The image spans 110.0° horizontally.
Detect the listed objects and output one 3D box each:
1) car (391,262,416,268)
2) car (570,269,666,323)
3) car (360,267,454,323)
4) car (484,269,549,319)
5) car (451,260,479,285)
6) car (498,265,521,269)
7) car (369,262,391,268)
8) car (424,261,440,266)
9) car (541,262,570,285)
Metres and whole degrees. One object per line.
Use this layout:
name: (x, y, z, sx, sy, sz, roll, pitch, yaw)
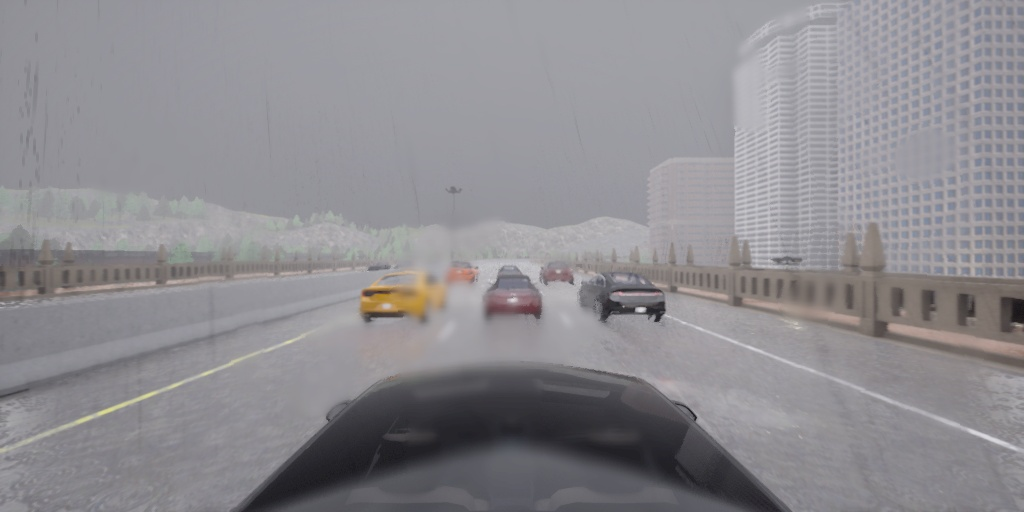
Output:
car: (-14.971, 1.504, 50.934, 2.033, 1.411, 5.357, 0, 0, -1)
car: (3.553, 1.286, 12.311, 2.128, 1.511, 4.902, 0, 0, 0)
car: (-3.443, 1.273, 12.326, 1.882, 1.535, 5.008, 0, -1, 0)
car: (0.054, 1.362, 13.094, 1.994, 1.385, 4.181, 0, 0, 0)
car: (-3.680, 1.208, 27.312, 2.097, 1.767, 4.553, 0, 0, -1)
car: (-0.195, 1.425, 28.214, 1.994, 1.385, 4.181, 0, 0, -1)
car: (-18.461, 1.555, 50.380, 1.895, 1.301, 4.718, 0, 0, -1)
car: (-11.498, 1.452, 51.802, 2.128, 1.511, 4.902, 0, 0, -1)
car: (3.320, 1.208, 27.409, 2.097, 1.767, 4.553, 0, 0, -1)
